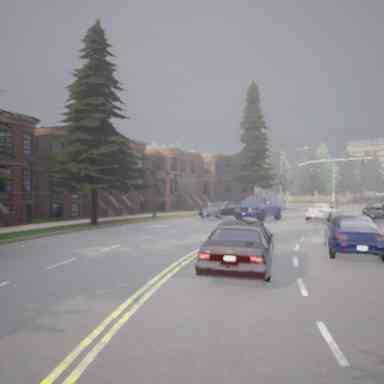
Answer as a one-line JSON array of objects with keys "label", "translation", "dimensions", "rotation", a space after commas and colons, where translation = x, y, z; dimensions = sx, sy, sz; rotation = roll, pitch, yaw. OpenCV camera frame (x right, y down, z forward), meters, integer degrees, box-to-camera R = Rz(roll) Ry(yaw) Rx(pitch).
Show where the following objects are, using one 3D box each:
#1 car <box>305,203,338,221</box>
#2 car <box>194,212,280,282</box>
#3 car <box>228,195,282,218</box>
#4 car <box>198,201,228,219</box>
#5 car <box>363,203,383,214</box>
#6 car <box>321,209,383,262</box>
[{"label": "car", "translation": [10.857, 1.647, 27.495], "dimensions": [1.812, 1.442, 4.674], "rotation": [0, 0, 40]}, {"label": "car", "translation": [1.494, 1.565, 9.972], "dimensions": [2.033, 1.411, 5.357], "rotation": [1, 0, 15]}, {"label": "car", "translation": [5.411, 1.274, 26.729], "dimensions": [2.150, 2.045, 5.566], "rotation": [1, 0, 36]}, {"label": "car", "translation": [2.421, 1.523, 28.547], "dimensions": [2.128, 1.511, 4.902], "rotation": [1, 0, 35]}, {"label": "car", "translation": [15.497, 1.663, 27.489], "dimensions": [2.128, 1.511, 4.902], "rotation": [1, 0, 42]}, {"label": "car", "translation": [6.049, 1.593, 12.540], "dimensions": [1.812, 1.442, 4.674], "rotation": [1, 0, 19]}]
